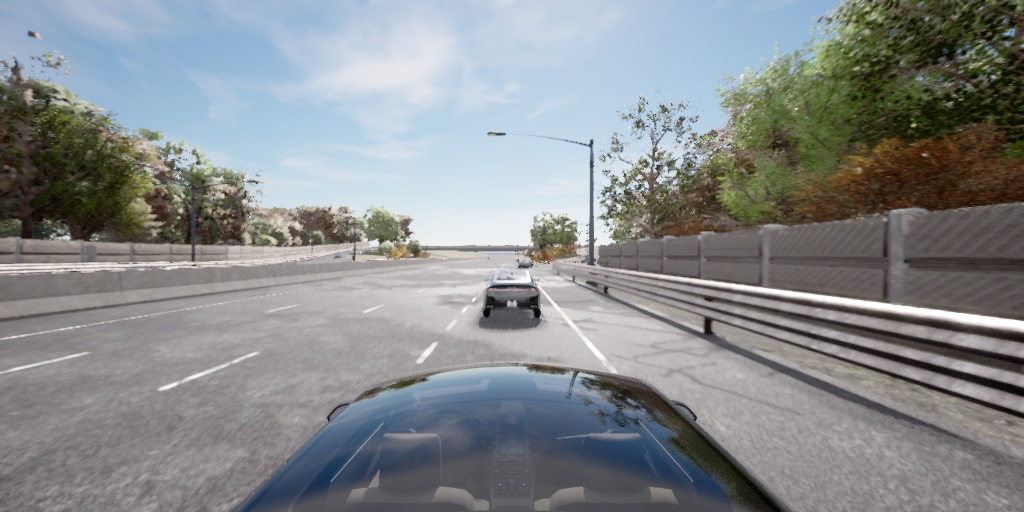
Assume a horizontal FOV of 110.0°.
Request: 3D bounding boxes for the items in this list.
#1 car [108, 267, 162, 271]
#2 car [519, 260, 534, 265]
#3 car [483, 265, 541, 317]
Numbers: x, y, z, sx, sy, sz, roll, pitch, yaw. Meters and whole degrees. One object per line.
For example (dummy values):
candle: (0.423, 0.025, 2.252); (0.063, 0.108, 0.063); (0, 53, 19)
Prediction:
car: (-21.093, 1.303, 19.945); (2.033, 1.411, 5.357); (0, 0, 0)
car: (2.368, 1.383, 59.626); (2.033, 1.411, 5.357); (2, 0, 13)
car: (0.002, 1.243, 13.152); (2.128, 1.511, 4.902); (0, 0, 0)
